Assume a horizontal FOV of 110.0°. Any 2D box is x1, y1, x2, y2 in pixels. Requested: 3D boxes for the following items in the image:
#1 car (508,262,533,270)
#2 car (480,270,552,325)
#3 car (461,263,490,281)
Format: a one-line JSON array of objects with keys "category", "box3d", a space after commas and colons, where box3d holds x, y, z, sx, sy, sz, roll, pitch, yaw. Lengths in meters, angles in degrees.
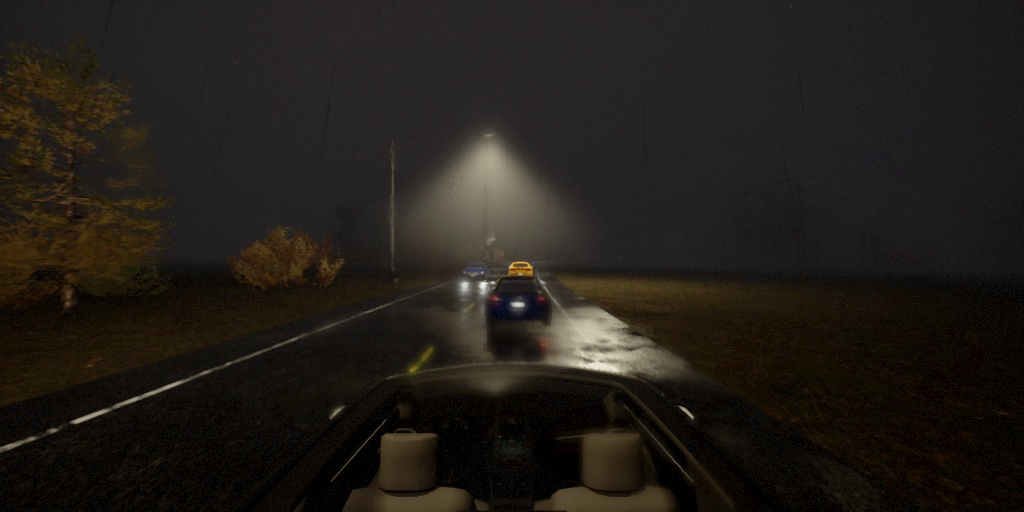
[{"category": "car", "box3d": [0.725, 1.234, 29.479, 1.882, 1.535, 5.008, 0, 0, 2]}, {"category": "car", "box3d": [0.212, 1.317, 11.855, 1.994, 1.385, 4.181, 0, 0, 1]}, {"category": "car", "box3d": [-2.936, 1.282, 30.265, 1.812, 1.442, 4.674, 0, 0, 3]}]
